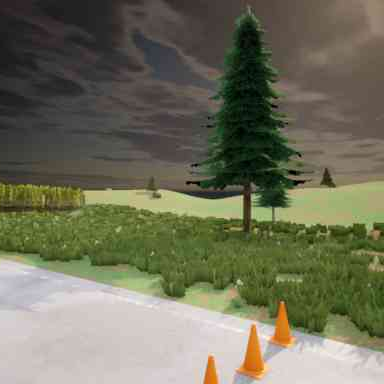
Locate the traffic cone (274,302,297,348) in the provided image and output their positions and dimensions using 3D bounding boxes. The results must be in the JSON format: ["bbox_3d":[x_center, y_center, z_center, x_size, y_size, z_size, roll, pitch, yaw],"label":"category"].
[{"bbox_3d":[1.364,1.955,5.017,0.340,0.580,0.340,0,0,36],"label":"traffic cone"}]

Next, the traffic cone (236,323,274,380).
[{"bbox_3d":[0.780,1.955,4.205,0.340,0.580,0.340,0,0,36],"label":"traffic cone"}]

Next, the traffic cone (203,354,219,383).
[{"bbox_3d":[0.195,1.955,3.394,0.340,0.580,0.340,0,0,36],"label":"traffic cone"}]
